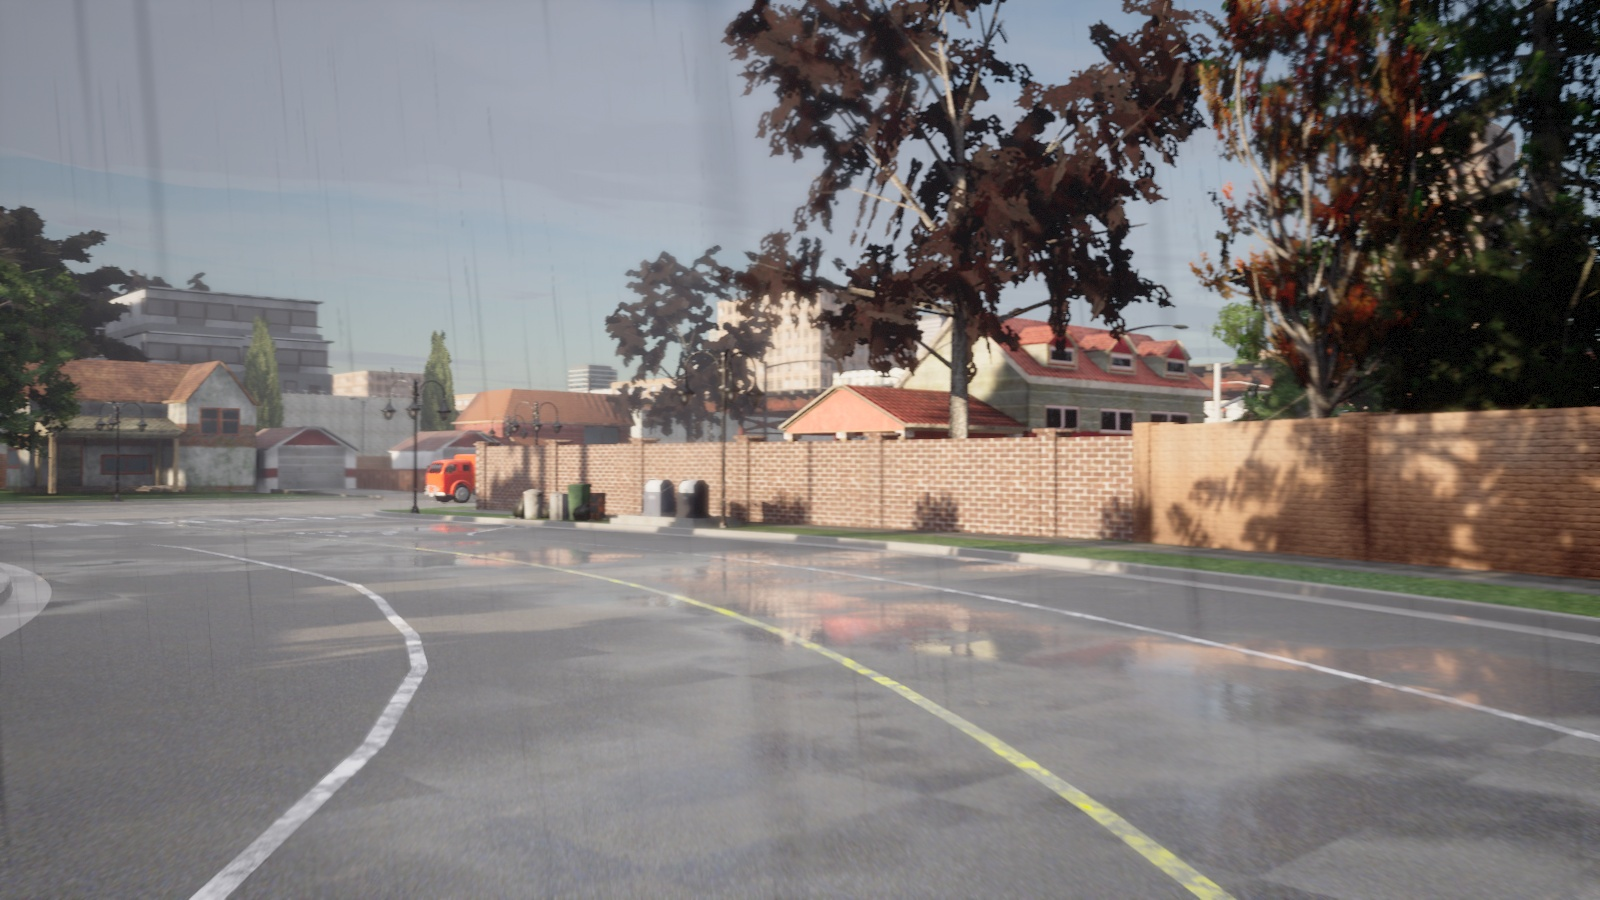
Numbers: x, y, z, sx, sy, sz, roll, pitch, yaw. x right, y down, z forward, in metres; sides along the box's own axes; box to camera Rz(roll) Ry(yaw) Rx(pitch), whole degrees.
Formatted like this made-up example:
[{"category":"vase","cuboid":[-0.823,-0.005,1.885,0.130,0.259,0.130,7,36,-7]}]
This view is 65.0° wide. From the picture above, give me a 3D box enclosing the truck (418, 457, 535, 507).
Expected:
[{"category":"truck","cuboid":[-16.629,1.595,64.692,5.204,2.467,2.627,1,-1,-43]}]
